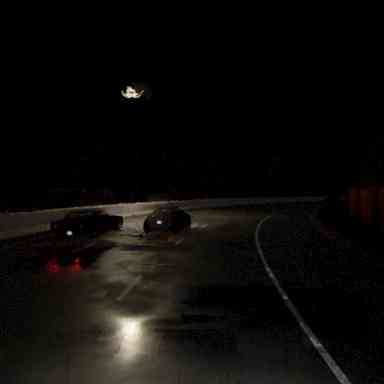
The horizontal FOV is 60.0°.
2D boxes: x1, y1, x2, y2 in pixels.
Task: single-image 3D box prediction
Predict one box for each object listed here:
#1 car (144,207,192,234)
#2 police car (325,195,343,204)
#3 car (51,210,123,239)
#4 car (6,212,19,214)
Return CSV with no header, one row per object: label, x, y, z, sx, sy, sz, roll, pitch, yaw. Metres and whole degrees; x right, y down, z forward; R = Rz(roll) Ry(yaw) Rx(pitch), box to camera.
car,-1.315,1.569,19.435,1.994,1.385,4.181,0,0,12
police car,26.797,1.452,62.582,1.930,1.638,5.238,0,0,45
car,-5.283,1.604,17.575,1.895,1.301,4.718,0,0,10
car,-12.223,1.354,19.306,2.097,1.767,4.553,0,0,11
